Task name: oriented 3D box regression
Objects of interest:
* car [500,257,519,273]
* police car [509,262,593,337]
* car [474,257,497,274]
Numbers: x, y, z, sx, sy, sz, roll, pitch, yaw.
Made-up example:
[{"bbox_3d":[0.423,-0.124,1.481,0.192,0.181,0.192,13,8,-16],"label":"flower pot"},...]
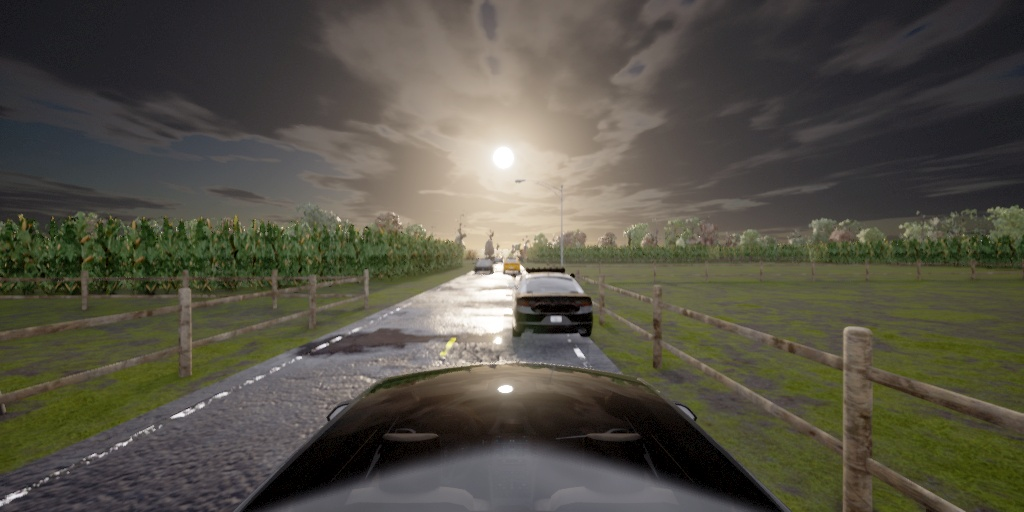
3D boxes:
[{"bbox_3d":[-0.021,1.075,40.486,1.882,1.535,5.008,0,0,0],"label":"car"},{"bbox_3d":[0.943,1.145,10.291,1.930,1.638,5.238,0,0,0],"label":"police car"},{"bbox_3d":[-2.947,1.084,38.467,1.882,1.535,5.008,0,0,0],"label":"car"}]
